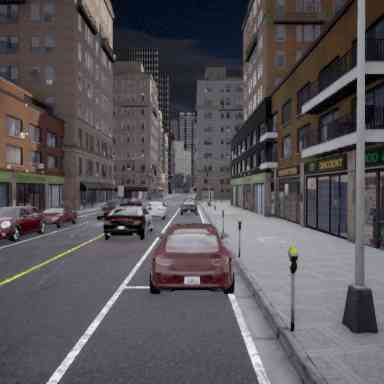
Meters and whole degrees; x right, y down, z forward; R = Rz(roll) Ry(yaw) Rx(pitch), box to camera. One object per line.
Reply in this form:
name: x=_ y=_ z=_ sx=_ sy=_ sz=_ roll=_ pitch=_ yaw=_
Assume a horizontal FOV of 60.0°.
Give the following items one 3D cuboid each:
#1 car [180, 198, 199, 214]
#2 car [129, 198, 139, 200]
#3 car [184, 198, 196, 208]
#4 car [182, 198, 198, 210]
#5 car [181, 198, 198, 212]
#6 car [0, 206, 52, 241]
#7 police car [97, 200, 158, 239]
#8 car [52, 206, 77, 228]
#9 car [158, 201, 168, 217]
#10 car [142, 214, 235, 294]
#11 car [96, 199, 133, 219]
car: x=-0.280 y=1.537 z=32.939 sx=2.008 sy=1.369 sz=4.403 roll=-1 pitch=0 yaw=0
car: x=-8.822 y=1.516 z=49.695 sx=1.887 sy=1.381 sz=4.507 roll=-1 pitch=0 yaw=0
car: x=-0.276 y=1.554 z=49.696 sx=1.802 sy=1.307 sz=4.206 roll=-1 pitch=0 yaw=0
car: x=-0.277 y=1.543 z=44.111 sx=1.947 sy=1.339 sz=4.313 roll=-1 pitch=0 yaw=0
car: x=-0.279 y=1.507 z=38.694 sx=1.752 sy=1.417 sz=4.829 roll=-1 pitch=0 yaw=0
car: x=-8.823 y=1.435 z=16.181 sx=1.967 sy=1.590 sz=4.097 roll=-1 pitch=0 yaw=0
police car: x=-3.148 y=1.421 z=17.391 sx=1.930 sy=1.638 sz=5.238 roll=0 pitch=-1 yaw=0
car: x=-8.822 y=1.575 z=21.767 sx=1.802 sy=1.307 sz=4.206 roll=-1 pitch=0 yaw=0
car: x=-3.057 y=1.515 z=28.238 sx=1.812 sy=1.442 sz=4.674 roll=0 pitch=0 yaw=0
car: x=0.003 y=1.523 z=8.652 sx=1.812 sy=1.442 sz=4.674 roll=0 pitch=0 yaw=0
car: x=-6.243 y=1.554 z=26.743 sx=1.994 sy=1.385 sz=4.181 roll=0 pitch=0 yaw=0
